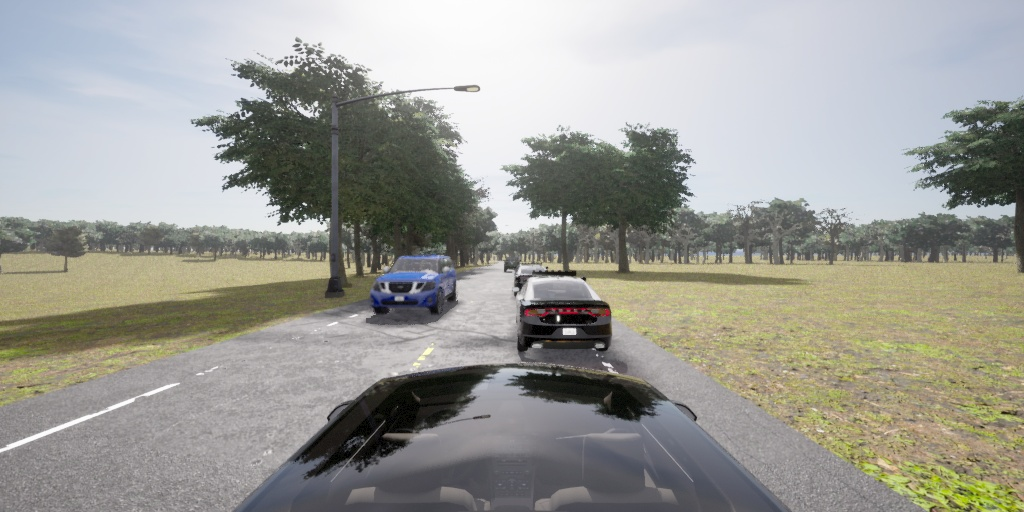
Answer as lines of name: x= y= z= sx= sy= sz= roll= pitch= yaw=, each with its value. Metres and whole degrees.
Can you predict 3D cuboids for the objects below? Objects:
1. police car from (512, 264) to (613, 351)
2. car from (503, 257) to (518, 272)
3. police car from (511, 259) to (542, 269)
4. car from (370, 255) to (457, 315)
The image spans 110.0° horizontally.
police car: x=1.047 y=1.173 z=9.117 sx=1.930 sy=1.638 sz=5.238 roll=0 pitch=0 yaw=0
car: x=0.014 y=1.106 z=48.479 sx=2.150 sy=2.045 sz=5.566 roll=0 pitch=-1 yaw=0
police car: x=1.043 y=1.173 z=19.119 sx=1.930 sy=1.638 sz=5.238 roll=0 pitch=0 yaw=0
car: x=-3.503 y=0.967 z=13.906 sx=2.150 sy=2.045 sz=5.566 roll=0 pitch=0 yaw=0
